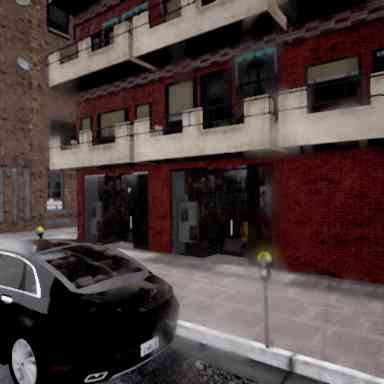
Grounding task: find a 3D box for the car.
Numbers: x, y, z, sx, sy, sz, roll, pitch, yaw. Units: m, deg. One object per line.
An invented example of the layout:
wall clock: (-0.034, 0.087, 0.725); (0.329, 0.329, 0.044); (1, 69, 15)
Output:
car: (-2.448, 1.494, 5.179); (4.892, 1.490, 1.837); (0, 0, 35)
